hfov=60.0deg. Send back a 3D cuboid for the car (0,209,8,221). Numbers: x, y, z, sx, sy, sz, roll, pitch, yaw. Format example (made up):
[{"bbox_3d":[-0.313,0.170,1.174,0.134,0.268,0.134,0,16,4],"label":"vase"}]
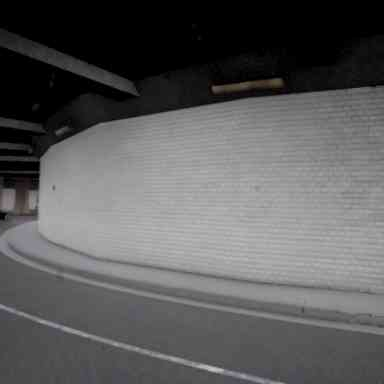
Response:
[{"bbox_3d":[-22.289,2.520,37.292,1.882,1.535,5.008,2,-2,-14],"label":"car"}]
